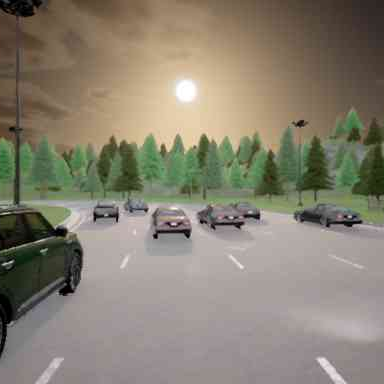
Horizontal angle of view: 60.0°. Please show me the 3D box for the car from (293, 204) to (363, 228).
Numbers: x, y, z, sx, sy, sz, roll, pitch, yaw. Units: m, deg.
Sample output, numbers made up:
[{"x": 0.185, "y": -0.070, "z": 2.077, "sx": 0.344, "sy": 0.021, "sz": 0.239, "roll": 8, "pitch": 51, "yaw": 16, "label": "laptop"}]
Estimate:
[{"x": 8.644, "y": 1.480, "z": 21.688, "sx": 2.033, "sy": 1.411, "sz": 5.357, "roll": 0, "pitch": 0, "yaw": -11, "label": "car"}]

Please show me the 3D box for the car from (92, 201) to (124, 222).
[{"x": -6.628, "y": 1.411, "z": 25.621, "sx": 2.128, "sy": 1.511, "sz": 4.902, "roll": 0, "pitch": 0, "yaw": -15, "label": "car"}]

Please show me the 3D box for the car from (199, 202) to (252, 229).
[{"x": 1.670, "y": 1.482, "z": 20.985, "sx": 2.033, "sy": 1.411, "sz": 5.357, "roll": 0, "pitch": 0, "yaw": -11, "label": "car"}]

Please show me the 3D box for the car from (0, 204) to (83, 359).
[{"x": -3.550, "y": 1.203, "z": 5.498, "sx": 2.150, "sy": 2.045, "sz": 5.566, "roll": 0, "pitch": 0, "yaw": -2, "label": "car"}]

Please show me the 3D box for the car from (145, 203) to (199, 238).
[{"x": -1.240, "y": 1.492, "z": 17.505, "sx": 2.033, "sy": 1.411, "sz": 5.357, "roll": 0, "pitch": 0, "yaw": -9, "label": "car"}]

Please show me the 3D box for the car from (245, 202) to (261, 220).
[{"x": 3.872, "y": 1.480, "z": 26.812, "sx": 1.994, "sy": 1.385, "sz": 4.181, "roll": 0, "pitch": 0, "yaw": -14, "label": "car"}]

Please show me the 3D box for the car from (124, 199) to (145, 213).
[{"x": -6.022, "y": 1.437, "z": 35.357, "sx": 2.033, "sy": 1.411, "sz": 5.357, "roll": 0, "pitch": 0, "yaw": -21, "label": "car"}]
